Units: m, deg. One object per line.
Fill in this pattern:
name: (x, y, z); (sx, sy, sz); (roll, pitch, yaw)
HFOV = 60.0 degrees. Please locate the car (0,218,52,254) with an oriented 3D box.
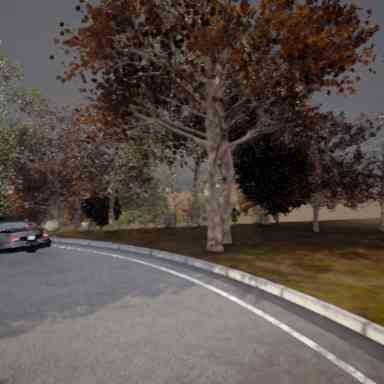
car: (-7.898, 1.725, 13.051); (5.357, 1.411, 2.033); (-1, 0, 29)
